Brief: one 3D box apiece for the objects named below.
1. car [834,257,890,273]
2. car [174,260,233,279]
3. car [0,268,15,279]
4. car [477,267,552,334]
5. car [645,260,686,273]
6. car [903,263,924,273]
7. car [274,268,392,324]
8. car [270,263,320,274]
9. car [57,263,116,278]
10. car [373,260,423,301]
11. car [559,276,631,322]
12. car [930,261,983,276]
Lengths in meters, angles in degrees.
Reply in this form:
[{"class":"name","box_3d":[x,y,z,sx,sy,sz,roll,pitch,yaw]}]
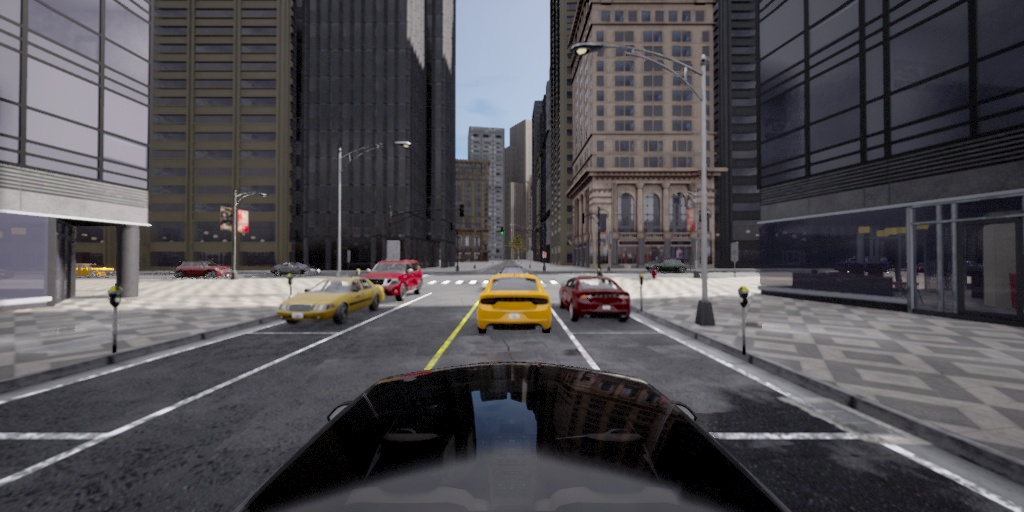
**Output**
[{"class":"car","box_3d":[43.773,1.087,44.879,5.566,2.045,2.150,0,-1,1]},{"class":"car","box_3d":[-29.911,1.313,34.944,4.553,1.767,2.097,0,-1,0]},{"class":"car","box_3d":[-51.668,1.615,35.021,4.181,1.385,1.994,0,-1,0]},{"class":"car","box_3d":[0.073,1.262,10.826,1.882,1.535,5.008,0,0,0]},{"class":"car","box_3d":[19.157,1.271,44.912,4.553,1.767,2.097,0,-1,0]},{"class":"car","box_3d":[45.041,1.383,38.269,4.718,1.301,1.895,0,-1,0]},{"class":"car","box_3d":[-5.857,1.316,12.198,1.751,1.417,4.829,0,0,0]},{"class":"car","box_3d":[-22.981,1.465,38.193,4.902,1.511,2.128,0,-1,0]},{"class":"car","box_3d":[-45.219,1.539,38.220,5.008,1.535,1.882,-1,-1,0]},{"class":"car","box_3d":[-5.857,1.130,17.827,2.192,1.841,5.009,0,0,0]},{"class":"car","box_3d":[2.668,1.336,12.364,1.888,1.381,4.507,0,0,0]},{"class":"car","box_3d":[44.211,1.236,35.029,4.902,1.511,2.128,0,-1,1]}]
